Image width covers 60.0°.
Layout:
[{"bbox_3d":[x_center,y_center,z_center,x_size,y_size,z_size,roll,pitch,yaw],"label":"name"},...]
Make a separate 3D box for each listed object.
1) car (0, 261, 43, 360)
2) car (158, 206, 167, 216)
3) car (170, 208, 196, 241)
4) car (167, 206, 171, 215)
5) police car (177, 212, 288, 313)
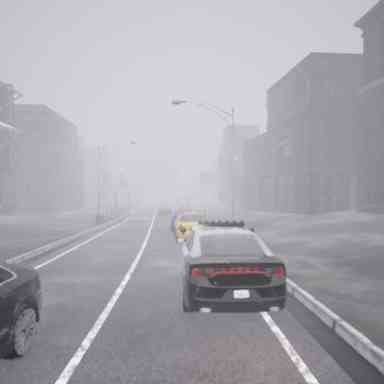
[{"bbox_3d":[-3.163,1.513,3.195,2.128,1.511,4.902,0,-1,-2],"label":"car"},{"bbox_3d":[-3.766,2.652,46.849,1.895,1.301,4.718,0,0,-5],"label":"car"},{"bbox_3d":[-0.058,1.748,18.192,1.801,1.575,5.366,0,-2,-5],"label":"car"},{"bbox_3d":[-0.622,1.960,24.009,1.882,1.535,5.008,0,-2,-6],"label":"car"},{"bbox_3d":[0.684,1.500,8.018,1.930,1.638,5.238,0,-1,-3],"label":"police car"}]
